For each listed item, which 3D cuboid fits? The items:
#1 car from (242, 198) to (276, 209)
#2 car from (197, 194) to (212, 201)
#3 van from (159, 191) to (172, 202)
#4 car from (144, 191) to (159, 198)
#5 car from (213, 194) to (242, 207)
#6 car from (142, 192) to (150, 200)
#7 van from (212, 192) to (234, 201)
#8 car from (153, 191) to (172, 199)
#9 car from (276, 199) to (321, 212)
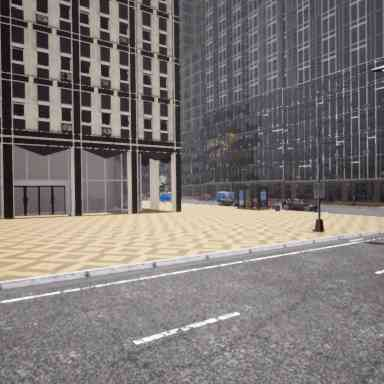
[{"bbox_3d":[8.454,1.388,40.463,1.802,1.307,4.206,0,1,-34],"label":"car"},{"bbox_3d":[2.664,1.043,64.027,1.802,1.307,4.206,0,1,-34],"label":"car"},{"bbox_3d":[-4.260,0.937,59.305,1.690,1.788,3.998,0,1,-34],"label":"van"},{"bbox_3d":[-10.143,0.686,82.809,1.967,1.590,4.097,0,1,-34],"label":"car"},{"bbox_3d":[5.300,1.319,45.192,1.947,1.339,4.313,0,1,-34],"label":"car"},{"bbox_3d":[-10.664,1.040,68.700,2.008,1.369,4.403,0,1,-34],"label":"car"},{"bbox_3d":[5.865,0.855,59.328,1.690,1.788,3.998,0,1,-34],"label":"van"},{"bbox_3d":[-6.941,0.615,78.112,2.192,1.841,5.009,0,1,-34],"label":"car"},{"bbox_3d":[11.642,1.424,35.755,1.947,1.339,4.313,0,1,-34],"label":"car"}]
